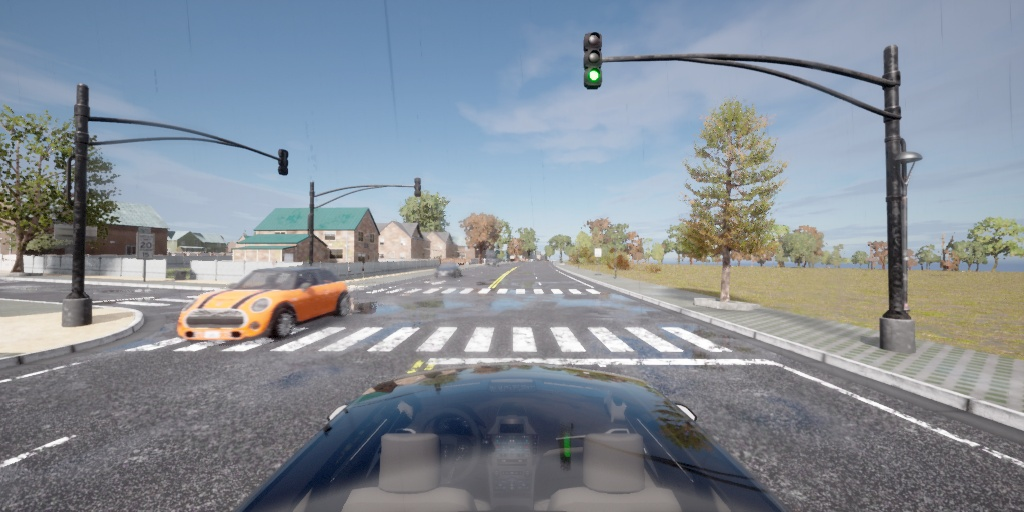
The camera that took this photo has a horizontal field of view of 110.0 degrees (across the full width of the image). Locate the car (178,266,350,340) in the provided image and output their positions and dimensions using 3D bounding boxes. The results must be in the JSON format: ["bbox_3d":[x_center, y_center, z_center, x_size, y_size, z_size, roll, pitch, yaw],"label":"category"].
[{"bbox_3d":[-6.429,1.105,9.961,2.097,1.767,4.553,0,0,1],"label":"car"}]

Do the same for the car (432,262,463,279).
[{"bbox_3d":[-5.852,1.324,33.250,1.812,1.442,4.674,0,0,2],"label":"car"}]
